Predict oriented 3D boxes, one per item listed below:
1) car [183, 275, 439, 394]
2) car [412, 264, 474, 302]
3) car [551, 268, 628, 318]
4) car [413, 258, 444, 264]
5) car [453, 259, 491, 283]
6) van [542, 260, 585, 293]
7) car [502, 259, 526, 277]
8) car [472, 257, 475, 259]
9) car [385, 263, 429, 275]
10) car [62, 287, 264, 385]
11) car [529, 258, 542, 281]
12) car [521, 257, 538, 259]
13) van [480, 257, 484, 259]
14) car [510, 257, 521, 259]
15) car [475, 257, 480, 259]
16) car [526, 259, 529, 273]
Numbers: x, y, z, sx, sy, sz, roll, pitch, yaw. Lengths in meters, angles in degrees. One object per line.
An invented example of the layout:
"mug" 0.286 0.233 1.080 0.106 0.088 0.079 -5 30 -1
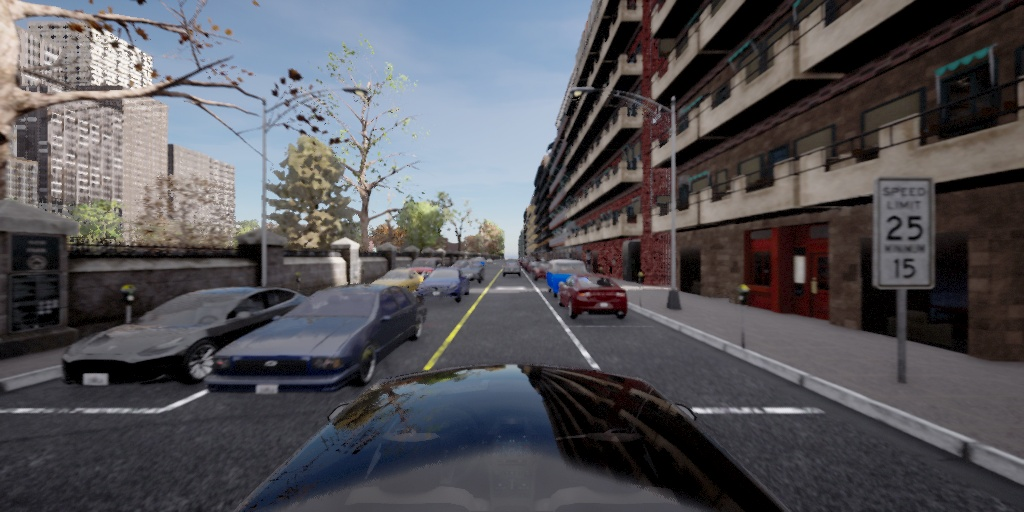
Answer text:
"car" -3.097 1.295 7.194 2.033 1.411 5.357 0 0 0
"car" -3.089 1.271 17.013 1.812 1.442 4.674 0 0 0
"car" 2.686 1.291 12.713 1.888 1.381 4.507 0 0 0
"car" -5.698 1.061 23.971 2.192 1.841 5.009 0 0 0
"car" -3.072 1.238 27.396 2.128 1.511 4.902 0 0 0
"van" 2.685 1.086 18.344 1.690 1.789 3.998 0 0 0
"car" -0.013 1.296 35.381 2.033 1.411 5.357 0 0 0
"car" -5.704 1.192 40.862 1.967 1.591 4.097 0 0 0
"car" -5.696 1.271 18.171 1.751 1.417 4.829 0 0 0
"car" -5.692 1.314 7.080 1.948 1.339 4.313 0 0 0
"car" 2.681 1.186 29.604 1.967 1.591 4.097 0 0 0
"car" 2.675 1.069 46.494 2.192 1.841 5.009 0 0 0
"van" -5.710 1.106 57.751 1.690 1.789 3.998 0 0 0
"car" 0.003 1.107 47.779 2.097 1.767 4.553 0 0 0
"car" -5.705 1.195 46.491 1.967 1.591 4.097 0 0 0
"car" 2.678 1.299 35.234 2.007 1.370 4.403 0 0 0
